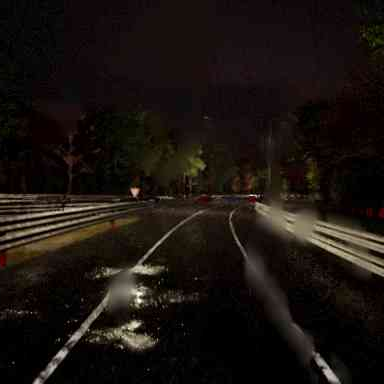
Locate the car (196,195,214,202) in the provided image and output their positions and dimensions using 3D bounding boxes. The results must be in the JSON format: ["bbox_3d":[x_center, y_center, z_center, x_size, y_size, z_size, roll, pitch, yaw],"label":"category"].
[{"bbox_3d":[3.058,1.542,76.584,2.033,1.411,5.357,2,0,24],"label":"car"}]

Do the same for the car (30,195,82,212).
[{"bbox_3d":[-11.185,1.072,28.053,2.097,1.767,4.553,2,0,24],"label":"car"}]

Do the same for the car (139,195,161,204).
[{"bbox_3d":[-6.832,1.247,54.691,1.882,1.535,5.008,2,0,24],"label":"car"}]

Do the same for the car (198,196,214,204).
[{"bbox_3d":[2.949,1.520,67.838,1.882,1.535,5.008,2,0,24],"label":"car"}]

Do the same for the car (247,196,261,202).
[{"bbox_3d":[16.136,1.845,88.529,1.882,1.535,5.008,2,0,24],"label":"car"}]

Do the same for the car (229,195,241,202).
[{"bbox_3d":[11.394,1.703,86.531,1.882,1.535,5.008,2,0,24],"label":"car"}]
